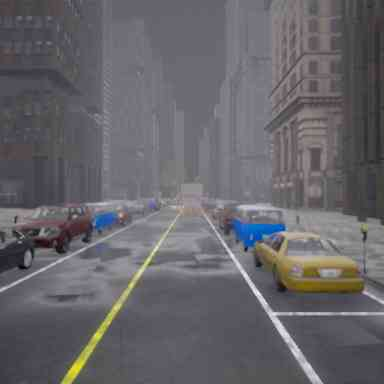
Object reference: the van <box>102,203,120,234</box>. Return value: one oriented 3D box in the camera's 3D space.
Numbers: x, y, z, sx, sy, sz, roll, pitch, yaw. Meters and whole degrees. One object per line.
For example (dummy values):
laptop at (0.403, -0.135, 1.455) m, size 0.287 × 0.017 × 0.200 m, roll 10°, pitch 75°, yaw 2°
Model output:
van at (-5.776, 1.530, 19.856) m, size 1.690 × 1.788 × 3.998 m, roll 0°, pitch -1°, yaw 0°

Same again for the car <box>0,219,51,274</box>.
car at (-5.766, 1.634, 8.803) m, size 2.008 × 1.369 × 4.403 m, roll 0°, pitch -1°, yaw 0°

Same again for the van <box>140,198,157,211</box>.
van at (-5.797, 1.743, 41.956) m, size 1.690 × 1.788 × 3.998 m, roll 0°, pitch -1°, yaw 0°

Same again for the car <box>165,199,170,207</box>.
car at (-5.819, 2.140, 63.885) m, size 1.752 × 1.417 × 4.829 m, roll 0°, pitch -1°, yaw 0°

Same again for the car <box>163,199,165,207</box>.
car at (-5.809, 2.054, 53.004) m, size 1.887 × 1.381 × 4.507 m, roll 0°, pitch -1°, yaw 0°

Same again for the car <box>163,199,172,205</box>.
car at (-5.835, 2.323, 80.630) m, size 1.887 × 1.381 × 4.507 m, roll 0°, pitch -1°, yaw 0°

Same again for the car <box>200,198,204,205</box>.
car at (2.733, 2.144, 58.519) m, size 1.802 × 1.307 × 4.206 m, roll 0°, pitch -1°, yaw 0°

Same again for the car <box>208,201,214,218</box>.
car at (2.748, 1.822, 31.066) m, size 1.752 × 1.417 × 4.829 m, roll 0°, pitch -1°, yaw 0°

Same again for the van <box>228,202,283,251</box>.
van at (2.759, 1.476, 14.324) m, size 1.690 × 1.788 × 3.998 m, roll 0°, pitch -1°, yaw 0°

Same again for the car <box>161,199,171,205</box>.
car at (-5.829, 2.269, 75.105) m, size 1.887 × 1.381 × 4.507 m, roll 0°, pitch -1°, yaw 0°

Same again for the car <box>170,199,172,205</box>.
car at (-5.824, 2.215, 69.580) m, size 1.887 × 1.381 × 4.507 m, roll 0°, pitch -1°, yaw 0°

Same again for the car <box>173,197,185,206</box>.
car at (-3.051, 2.276, 70.969) m, size 1.895 × 1.301 × 4.718 m, roll 0°, pitch -1°, yaw 0°

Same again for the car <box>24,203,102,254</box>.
car at (-5.771, 1.451, 14.330) m, size 2.192 × 1.841 × 5.009 m, roll 0°, pitch -1°, yaw 0°

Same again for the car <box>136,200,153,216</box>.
car at (-5.793, 1.900, 36.428) m, size 2.008 × 1.369 × 4.403 m, roll 0°, pitch -1°, yaw 0°

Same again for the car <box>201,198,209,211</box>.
car at (2.739, 2.006, 47.470) m, size 2.008 × 1.369 × 4.403 m, roll 0°, pitch -1°, yaw 0°

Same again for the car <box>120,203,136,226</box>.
car at (-5.782, 1.682, 25.379) m, size 1.967 × 1.590 × 4.097 m, roll 0°, pitch -1°, yaw 0°

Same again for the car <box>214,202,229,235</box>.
car at (2.756, 1.503, 19.849) m, size 2.192 × 1.841 × 5.009 m, roll 0°, pitch -1°, yaw 0°

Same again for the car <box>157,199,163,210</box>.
car at (-5.802, 1.771, 47.481) m, size 2.192 × 1.841 × 5.009 m, roll 0°, pitch -1°, yaw 0°

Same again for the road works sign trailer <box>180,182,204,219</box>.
road works sign trailer at (-0.024, 0.779, 32.942) m, size 2.380 × 3.560 × 2.880 m, roll 0°, pitch -1°, yaw 0°

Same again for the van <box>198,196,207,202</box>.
van at (2.727, 2.011, 69.571) m, size 1.690 × 1.788 × 3.998 m, roll 0°, pitch -1°, yaw 0°

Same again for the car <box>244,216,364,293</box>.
car at (2.761, 1.610, 8.968) m, size 1.752 × 1.417 × 4.829 m, roll 0°, pitch -1°, yaw 0°
